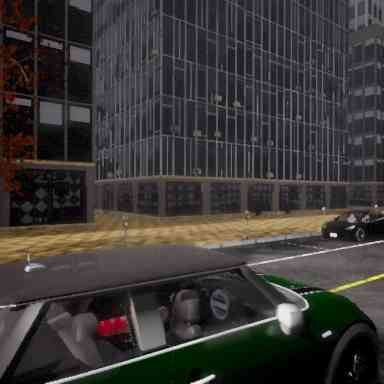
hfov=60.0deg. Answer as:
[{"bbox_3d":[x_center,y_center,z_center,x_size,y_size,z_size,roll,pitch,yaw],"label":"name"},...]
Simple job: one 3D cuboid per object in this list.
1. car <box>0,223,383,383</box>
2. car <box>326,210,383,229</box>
[{"bbox_3d":[-0.090,1.351,3.370,4.553,1.767,2.097,0,0,-35],"label":"car"},{"bbox_3d":[8.140,1.563,16.226,4.313,1.339,1.947,0,0,-36],"label":"car"}]
